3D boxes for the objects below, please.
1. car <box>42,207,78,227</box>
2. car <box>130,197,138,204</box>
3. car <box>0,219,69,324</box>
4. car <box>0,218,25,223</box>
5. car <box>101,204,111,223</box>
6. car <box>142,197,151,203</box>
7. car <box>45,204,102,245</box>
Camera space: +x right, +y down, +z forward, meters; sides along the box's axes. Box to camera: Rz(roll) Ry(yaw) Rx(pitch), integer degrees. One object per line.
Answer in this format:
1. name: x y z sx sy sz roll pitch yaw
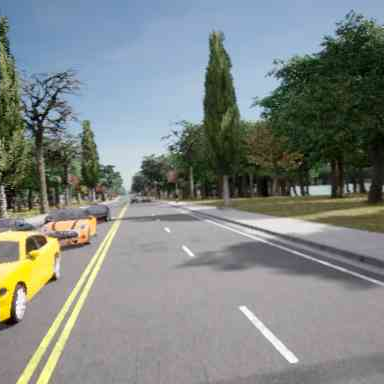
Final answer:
1. car: -11.513 2.115 29.294 1.994 1.385 4.181 -4 0 -9
2. car: -15.026 2.259 86.595 1.837 1.490 4.892 -4 0 -10
3. car: -4.382 1.709 7.589 1.882 1.535 5.008 -4 0 -10
4. car: -9.284 2.041 16.648 1.994 1.385 4.181 -4 0 -10
5. car: -8.201 1.828 29.130 1.882 1.535 5.008 -4 0 -10
6. car: -11.903 2.093 87.569 1.812 1.442 4.674 -4 0 -10
7. car: -5.992 1.630 16.586 2.097 1.767 4.553 -4 0 -10
